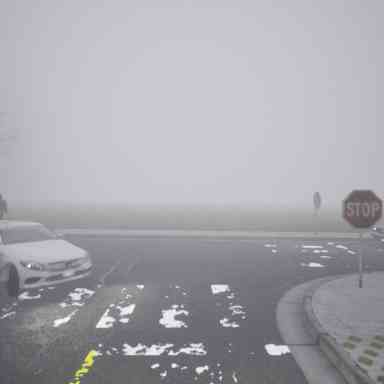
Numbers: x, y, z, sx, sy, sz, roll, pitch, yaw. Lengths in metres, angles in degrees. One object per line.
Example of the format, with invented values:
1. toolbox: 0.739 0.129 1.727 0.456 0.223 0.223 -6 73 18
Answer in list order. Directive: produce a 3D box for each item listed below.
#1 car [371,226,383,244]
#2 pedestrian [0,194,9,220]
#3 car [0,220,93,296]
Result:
1. car: 10.291 1.756 14.105 4.718 1.301 1.895 1 0 0
2. pedestrian: -9.699 0.999 16.883 0.375 1.860 0.375 0 -1 0
3. car: -4.592 1.501 8.758 4.674 1.442 1.812 1 0 36
